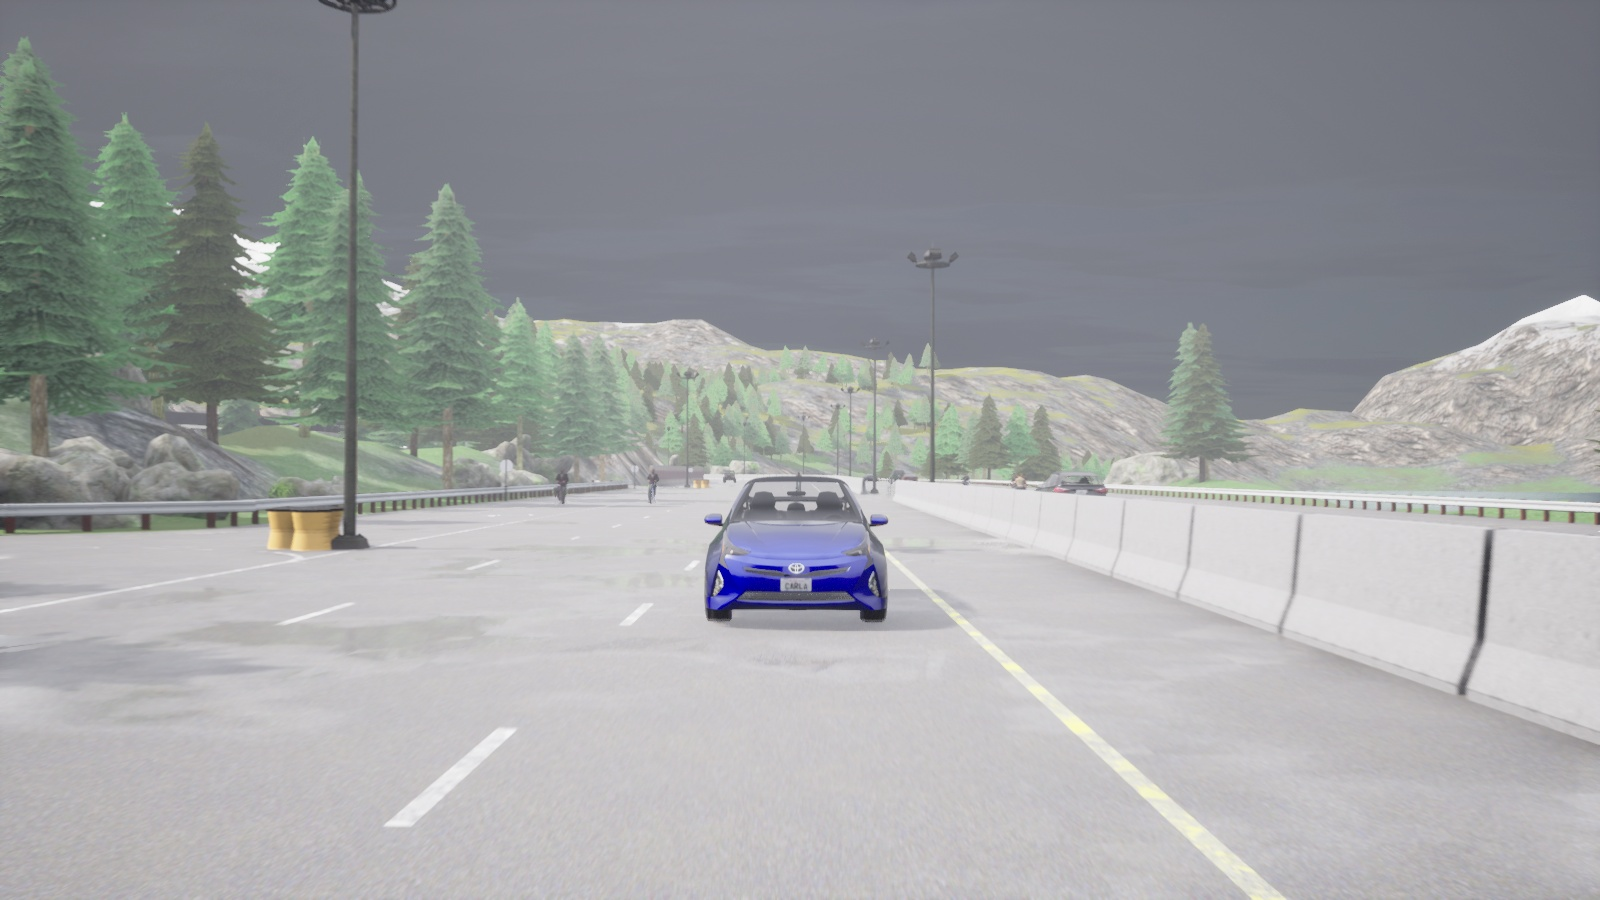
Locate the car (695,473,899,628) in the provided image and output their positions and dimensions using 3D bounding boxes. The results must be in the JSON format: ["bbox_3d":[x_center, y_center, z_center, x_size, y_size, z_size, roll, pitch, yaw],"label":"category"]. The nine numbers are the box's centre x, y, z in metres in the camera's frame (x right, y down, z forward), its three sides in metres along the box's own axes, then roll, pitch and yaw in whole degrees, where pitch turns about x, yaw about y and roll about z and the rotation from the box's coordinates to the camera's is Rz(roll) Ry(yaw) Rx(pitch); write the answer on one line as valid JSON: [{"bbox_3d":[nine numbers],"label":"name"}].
[{"bbox_3d":[-0.036,1.032,14.648,2.007,1.525,4.514,0,-1,0],"label":"car"}]

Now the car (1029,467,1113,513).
[{"bbox_3d":[10.404,1.507,48.531,2.242,1.667,4.611,0,-1,0],"label":"car"}]
